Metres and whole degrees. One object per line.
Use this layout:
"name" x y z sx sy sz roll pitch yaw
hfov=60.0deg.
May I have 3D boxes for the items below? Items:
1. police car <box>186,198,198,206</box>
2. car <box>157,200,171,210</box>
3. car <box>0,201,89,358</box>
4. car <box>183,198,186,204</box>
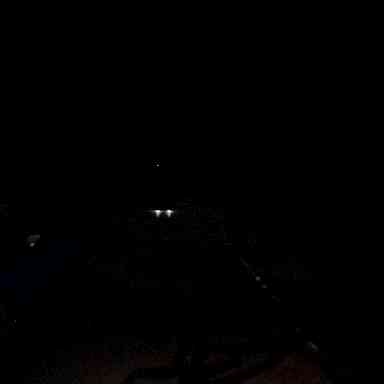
"police car" 0.309 2.159 71.936 1.930 1.638 5.238 0 -1 -1
"car" -4.007 1.828 48.161 1.882 1.535 5.008 0 -1 -1
"car" -3.613 1.230 6.079 2.150 2.045 5.566 0 0 0
"car" -1.438 2.422 90.985 2.128 1.511 4.902 0 -1 -2
